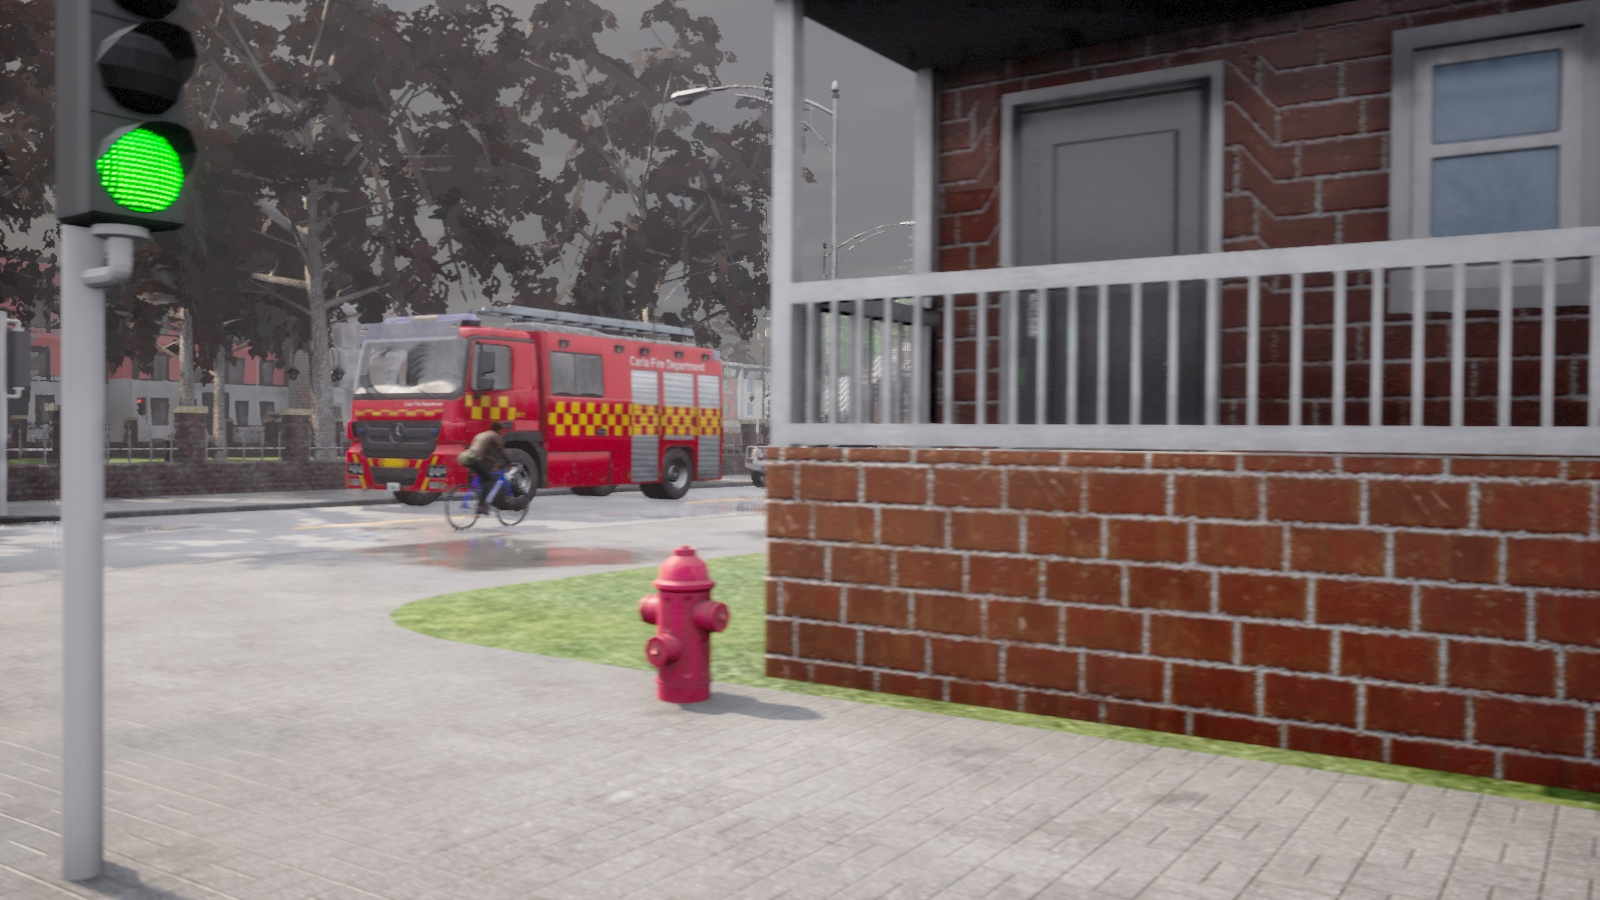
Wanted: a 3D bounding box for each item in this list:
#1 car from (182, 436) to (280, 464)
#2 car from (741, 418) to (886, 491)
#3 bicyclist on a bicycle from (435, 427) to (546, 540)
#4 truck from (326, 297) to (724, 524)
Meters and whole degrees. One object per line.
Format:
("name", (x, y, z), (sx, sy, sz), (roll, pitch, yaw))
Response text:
("car", (-32.619, 0.001, 72.036), (4.902, 1.511, 2.128), (-1, 1, -32))
("car", (0.459, 0.079, 34.077), (1.932, 1.855, 4.605), (0, 1, 30))
("bicyclist on a bicycle", (-4.626, 0.468, 18.883), (0.582, 1.620, 1.656), (0, 1, 33))
("truck", (-5.138, -0.736, 25.586), (2.891, 3.827, 8.468), (0, 1, 30))
